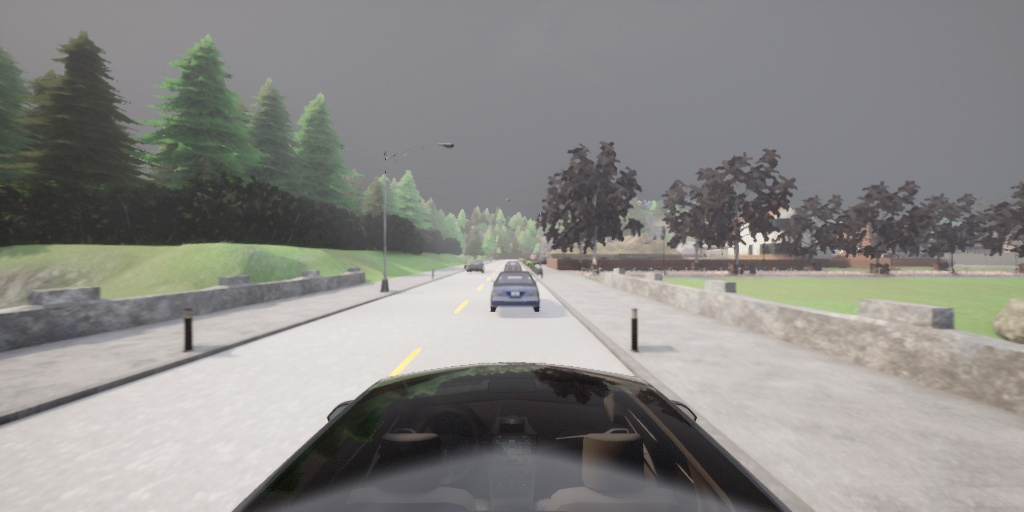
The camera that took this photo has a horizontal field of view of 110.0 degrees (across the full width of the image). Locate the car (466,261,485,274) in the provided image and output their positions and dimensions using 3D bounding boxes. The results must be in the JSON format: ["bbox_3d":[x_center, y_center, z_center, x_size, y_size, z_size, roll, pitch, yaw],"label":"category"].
[{"bbox_3d":[-4.095,1.266,41.400,2.033,1.411,5.357,0,0,0],"label":"car"}]

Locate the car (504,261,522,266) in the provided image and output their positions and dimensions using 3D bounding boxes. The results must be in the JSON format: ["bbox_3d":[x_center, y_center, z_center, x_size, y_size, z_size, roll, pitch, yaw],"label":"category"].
[{"bbox_3d":[0.099,1.268,39.021,2.033,1.411,5.357,0,0,0],"label":"car"}]

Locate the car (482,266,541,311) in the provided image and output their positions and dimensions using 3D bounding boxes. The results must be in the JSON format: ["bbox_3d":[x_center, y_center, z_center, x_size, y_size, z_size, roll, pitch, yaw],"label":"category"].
[{"bbox_3d":[0.106,1.288,14.303,2.033,1.411,5.357,0,0,0],"label":"car"}]
